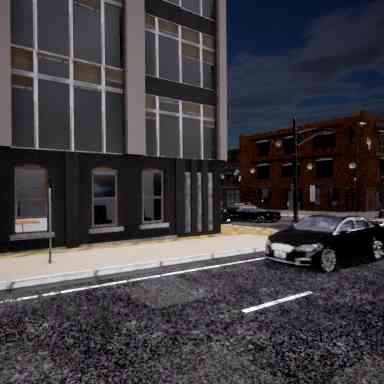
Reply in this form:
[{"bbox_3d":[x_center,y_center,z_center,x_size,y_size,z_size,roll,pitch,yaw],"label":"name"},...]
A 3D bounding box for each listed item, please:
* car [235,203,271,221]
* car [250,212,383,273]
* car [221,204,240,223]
[{"bbox_3d":[5.280,1.904,28.197,1.895,1.301,4.718,-1,0,-37],"label":"car"},{"bbox_3d":[4.442,1.489,10.786,4.902,1.511,2.128,0,0,-37],"label":"car"},{"bbox_3d":[1.636,1.935,28.516,1.947,1.339,4.313,-2,0,-37],"label":"car"}]
